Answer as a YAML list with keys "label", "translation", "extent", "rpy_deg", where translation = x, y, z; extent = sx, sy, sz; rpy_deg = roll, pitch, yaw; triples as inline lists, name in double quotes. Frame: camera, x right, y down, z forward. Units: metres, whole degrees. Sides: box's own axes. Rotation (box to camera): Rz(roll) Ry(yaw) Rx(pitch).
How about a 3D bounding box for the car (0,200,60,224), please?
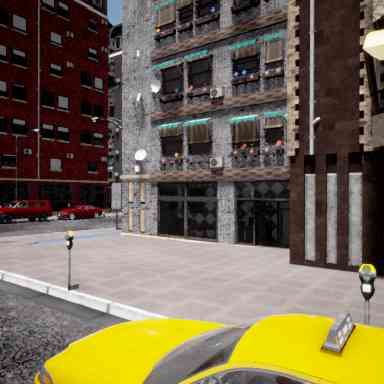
- label: "car"
  translation: [-14.136, 1.591, 27.635]
  extent: [2.192, 1.841, 5.009]
  rpy_deg: [-1, -2, 35]

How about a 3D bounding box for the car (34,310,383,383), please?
- label: "car"
  translation: [0.754, 1.525, 2.338]
  extent: [4.829, 1.417, 1.752]
  rpy_deg: [0, 0, 36]

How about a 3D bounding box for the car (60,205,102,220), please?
- label: "car"
  translation: [-10.840, 1.923, 32.274]
  extent: [1.887, 1.381, 4.507]
  rpy_deg: [-1, -2, 35]
